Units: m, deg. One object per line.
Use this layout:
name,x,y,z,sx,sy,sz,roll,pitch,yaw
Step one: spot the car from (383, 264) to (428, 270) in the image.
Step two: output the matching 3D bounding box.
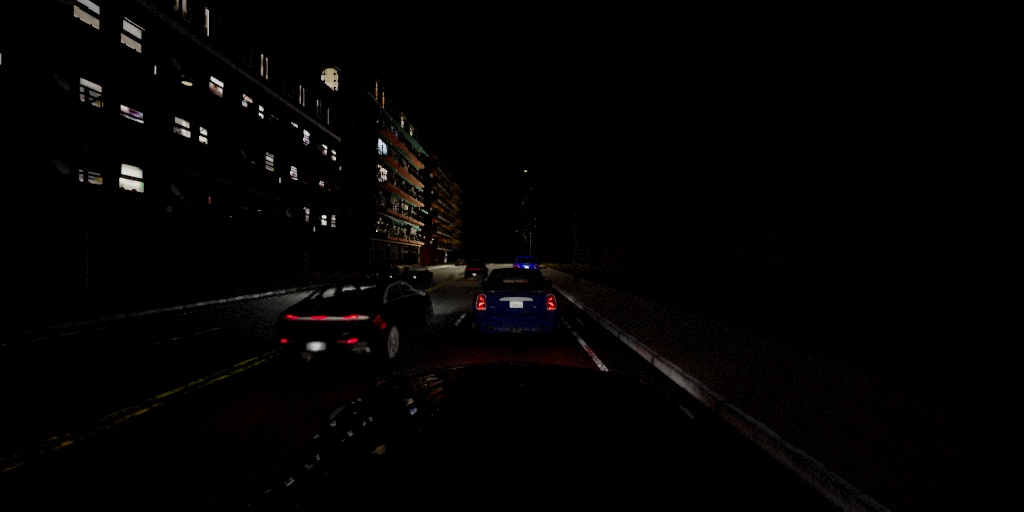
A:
car,-6.598,1.354,23.827,1.895,1.301,4.718,0,0,0

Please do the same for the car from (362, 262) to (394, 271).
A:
car,-9.850,1.245,26.987,2.128,1.511,4.902,0,0,0

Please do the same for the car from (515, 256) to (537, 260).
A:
car,1.139,0.979,30.065,2.150,2.045,5.566,0,0,0

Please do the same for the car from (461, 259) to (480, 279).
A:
car,-3.149,1.260,32.387,1.837,1.490,4.892,0,0,0

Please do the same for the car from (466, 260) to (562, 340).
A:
car,0.098,1.103,10.112,2.097,1.767,4.553,0,0,0

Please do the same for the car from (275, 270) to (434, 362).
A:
car,-3.152,1.241,8.187,2.128,1.511,4.902,0,0,0
